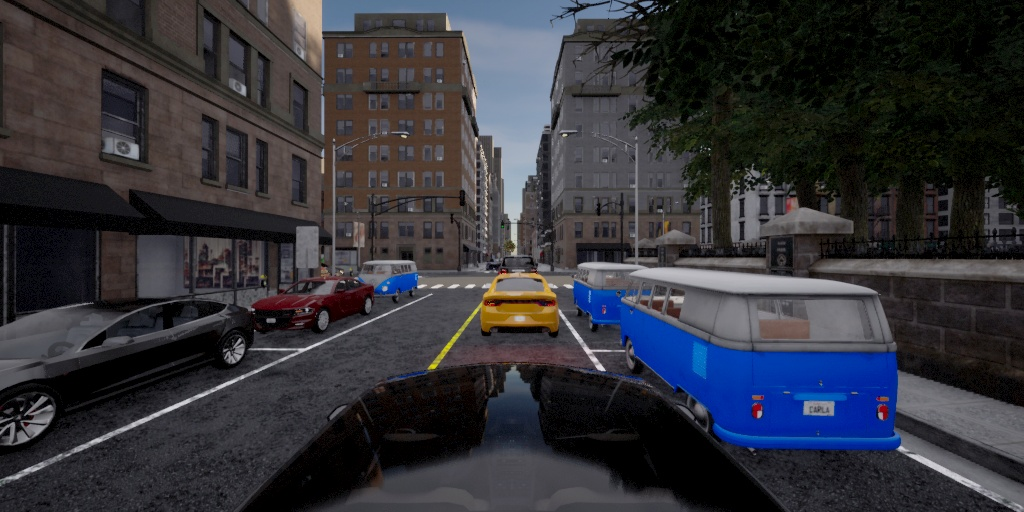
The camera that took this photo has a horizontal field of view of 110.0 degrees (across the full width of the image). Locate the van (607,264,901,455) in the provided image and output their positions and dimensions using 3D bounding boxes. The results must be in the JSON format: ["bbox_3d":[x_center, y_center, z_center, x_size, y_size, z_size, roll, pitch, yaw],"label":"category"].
[{"bbox_3d":[2.713,1.090,4.978,1.690,1.789,3.998,0,0,1],"label":"van"}]

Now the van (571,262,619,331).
[{"bbox_3d":[2.824,1.089,10.634,1.690,1.789,3.998,0,0,1],"label":"van"}]

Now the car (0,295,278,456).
[{"bbox_3d":[-5.810,1.315,5.133,1.948,1.339,4.313,0,0,1],"label":"car"}]

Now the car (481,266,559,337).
[{"bbox_3d":[0.221,1.226,10.380,1.882,1.535,5.008,0,0,1],"label":"car"}]

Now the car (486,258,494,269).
[{"bbox_3d":[-2.325,1.085,49.585,2.097,1.767,4.553,0,0,2],"label":"car"}]

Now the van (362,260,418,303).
[{"bbox_3d":[-5.589,1.087,16.451,1.690,1.789,3.998,0,0,1],"label":"van"}]

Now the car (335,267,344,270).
[{"bbox_3d":[-17.471,1.249,31.837,4.892,1.490,1.837,0,0,0],"label":"car"}]

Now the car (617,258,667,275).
[{"bbox_3d":[13.839,1.093,38.347,4.553,1.767,2.097,0,0,0],"label":"car"}]

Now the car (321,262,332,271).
[{"bbox_3d":[-17.159,1.084,28.586,4.553,1.767,2.097,0,0,0],"label":"car"}]

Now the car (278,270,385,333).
[{"bbox_3d":[-5.700,1.294,10.792,1.888,1.381,4.507,0,0,1],"label":"car"}]

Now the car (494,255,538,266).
[{"bbox_3d":[0.322,0.965,20.336,2.150,2.045,5.566,0,0,0],"label":"car"}]
